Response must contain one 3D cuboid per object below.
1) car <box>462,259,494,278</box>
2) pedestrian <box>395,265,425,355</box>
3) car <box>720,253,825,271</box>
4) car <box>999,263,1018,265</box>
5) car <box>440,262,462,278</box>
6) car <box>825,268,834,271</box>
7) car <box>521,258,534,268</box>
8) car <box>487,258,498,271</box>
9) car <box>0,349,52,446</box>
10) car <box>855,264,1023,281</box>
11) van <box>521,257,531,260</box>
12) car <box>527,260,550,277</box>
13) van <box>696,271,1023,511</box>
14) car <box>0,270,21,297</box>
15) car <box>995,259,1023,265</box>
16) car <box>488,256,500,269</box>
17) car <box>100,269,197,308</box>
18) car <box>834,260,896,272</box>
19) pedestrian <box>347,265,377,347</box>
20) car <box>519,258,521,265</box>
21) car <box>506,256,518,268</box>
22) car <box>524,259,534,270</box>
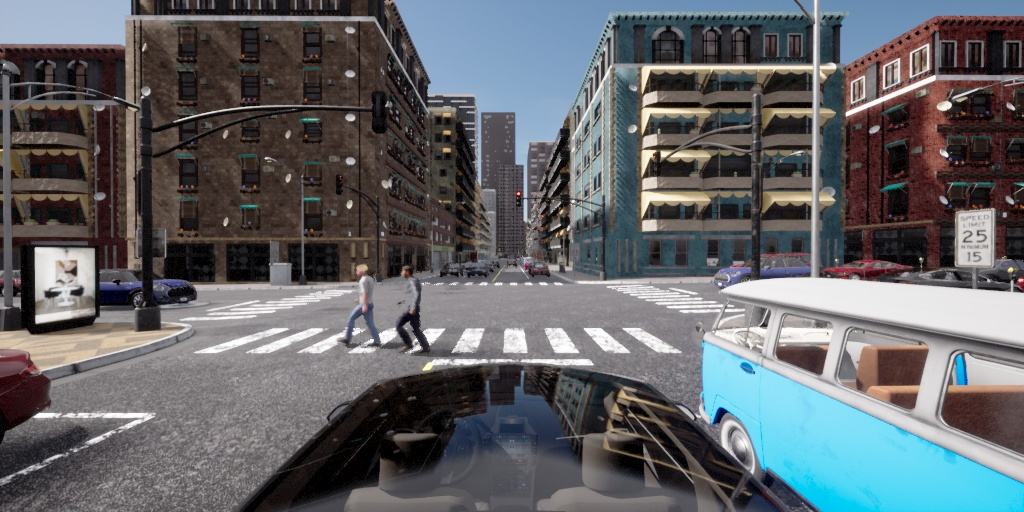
[{"bbox_3d":[-3.104,1.300,34.004,2.033,1.411,5.357,0,0,0],"label":"car"},{"bbox_3d":[-2.027,1.043,7.175,0.375,1.860,0.375,0,0,0],"label":"pedestrian"},{"bbox_3d":[13.272,0.874,18.996,4.553,1.767,2.097,-1,0,1],"label":"car"},{"bbox_3d":[21.361,1.033,13.233,4.207,1.307,1.802,0,0,0],"label":"car"},{"bbox_3d":[-5.700,1.318,34.419,1.948,1.339,4.313,0,0,0],"label":"car"},{"bbox_3d":[15.767,0.781,21.572,5.009,1.841,2.192,0,0,0],"label":"car"},{"bbox_3d":[2.677,1.305,50.979,1.888,1.381,4.507,0,0,0],"label":"car"},{"bbox_3d":[-3.112,1.304,44.406,2.033,1.411,5.357,0,0,-1],"label":"car"},{"bbox_3d":[-5.692,1.332,2.014,1.802,1.307,4.207,0,0,0],"label":"car"},{"bbox_3d":[15.791,1.097,13.192,4.313,1.339,1.948,0,0,0],"label":"car"},{"bbox_3d":[2.675,1.104,56.502,1.690,1.789,3.998,0,0,0],"label":"van"},{"bbox_3d":[2.681,1.335,34.409,1.802,1.307,4.207,0,0,0],"label":"car"},{"bbox_3d":[2.689,1.091,2.015,1.690,1.789,3.998,0,0,0],"label":"van"},{"bbox_3d":[-30.266,1.574,21.359,4.097,1.591,1.967,0,0,0],"label":"car"},{"bbox_3d":[25.721,0.890,19.051,5.357,1.411,2.033,-1,0,0],"label":"car"},{"bbox_3d":[-3.095,0.981,58.252,2.150,2.045,5.566,0,1,0],"label":"car"},{"bbox_3d":[-16.563,1.332,15.571,4.553,1.767,2.097,-1,0,-1],"label":"car"},{"bbox_3d":[21.338,0.931,21.614,4.507,1.381,1.888,0,0,0],"label":"car"},{"bbox_3d":[-3.252,1.044,7.772,0.375,1.860,0.375,0,0,0],"label":"pedestrian"},{"bbox_3d":[2.674,1.333,62.026,1.948,1.339,4.313,0,0,0],"label":"car"},{"bbox_3d":[-0.017,1.273,63.448,1.837,1.490,4.892,0,0,0],"label":"car"},{"bbox_3d":[2.679,1.320,39.932,1.948,1.339,4.313,0,0,0],"label":"car"}]
